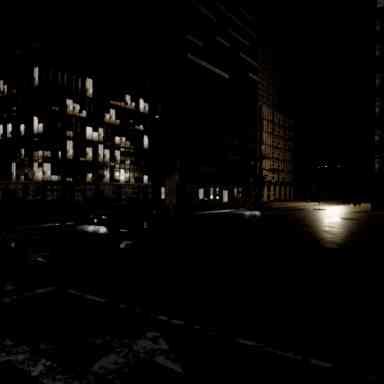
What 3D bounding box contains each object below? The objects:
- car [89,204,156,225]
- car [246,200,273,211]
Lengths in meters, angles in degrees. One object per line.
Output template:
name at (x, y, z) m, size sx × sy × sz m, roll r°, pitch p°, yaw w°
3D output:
car at (-5.044, 1.614, 25.010) m, size 2.033 × 1.411 × 5.357 m, roll 1°, pitch 0°, yaw 37°
car at (8.840, 1.773, 43.595) m, size 1.895 × 1.301 × 4.718 m, roll 1°, pitch 0°, yaw 37°
